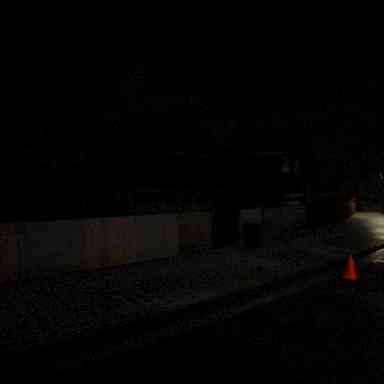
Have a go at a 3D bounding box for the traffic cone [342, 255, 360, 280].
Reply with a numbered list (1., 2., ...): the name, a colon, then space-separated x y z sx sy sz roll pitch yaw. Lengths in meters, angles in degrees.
1. traffic cone: 4.175 1.952 8.748 0.340 0.580 0.340 0 0 -43
